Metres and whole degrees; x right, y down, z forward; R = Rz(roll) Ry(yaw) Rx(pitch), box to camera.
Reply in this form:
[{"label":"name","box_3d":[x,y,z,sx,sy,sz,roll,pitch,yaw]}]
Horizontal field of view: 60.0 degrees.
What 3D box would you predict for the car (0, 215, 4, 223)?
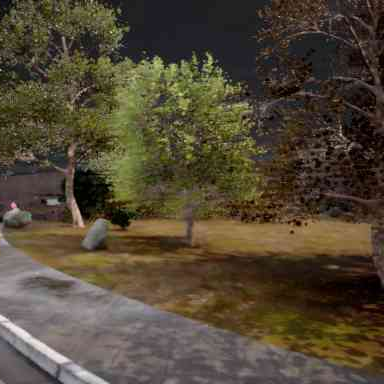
[{"label":"car","box_3d":[-19.554,2.677,32.043,1.994,1.385,4.181,-3,-5,-9]}]
